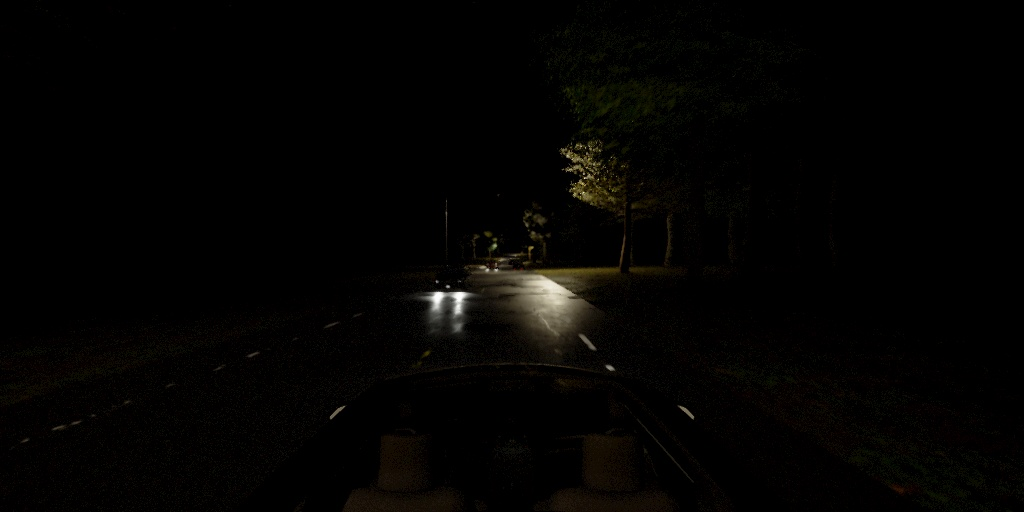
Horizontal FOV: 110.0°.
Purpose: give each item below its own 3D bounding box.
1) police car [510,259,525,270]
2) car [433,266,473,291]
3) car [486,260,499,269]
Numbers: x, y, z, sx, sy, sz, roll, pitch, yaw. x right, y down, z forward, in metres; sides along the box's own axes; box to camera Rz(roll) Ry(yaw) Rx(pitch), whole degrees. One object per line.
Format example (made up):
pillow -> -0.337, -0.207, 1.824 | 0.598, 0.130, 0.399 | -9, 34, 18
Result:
police car -> 1.077, 1.437, 59.383 | 1.930, 1.638, 5.238 | 0, 0, 0
car -> -3.577, 1.340, 22.705 | 2.033, 1.411, 5.357 | 0, 0, 0
car -> -3.481, 1.424, 63.499 | 2.097, 1.767, 4.553 | 0, -1, 0
